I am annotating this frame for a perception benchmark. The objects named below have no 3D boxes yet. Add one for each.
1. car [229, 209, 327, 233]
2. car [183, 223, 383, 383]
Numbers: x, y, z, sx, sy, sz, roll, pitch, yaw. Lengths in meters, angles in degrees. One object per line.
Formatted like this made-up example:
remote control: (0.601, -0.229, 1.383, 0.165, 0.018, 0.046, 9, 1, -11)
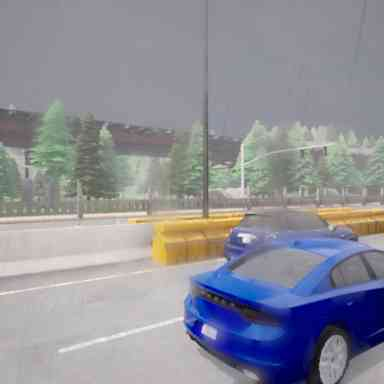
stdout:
car: (3.228, 1.351, 10.357, 4.553, 1.767, 2.097, 0, 0, -36)
car: (2.217, 1.477, 5.333, 5.008, 1.535, 1.882, 0, 0, -35)
